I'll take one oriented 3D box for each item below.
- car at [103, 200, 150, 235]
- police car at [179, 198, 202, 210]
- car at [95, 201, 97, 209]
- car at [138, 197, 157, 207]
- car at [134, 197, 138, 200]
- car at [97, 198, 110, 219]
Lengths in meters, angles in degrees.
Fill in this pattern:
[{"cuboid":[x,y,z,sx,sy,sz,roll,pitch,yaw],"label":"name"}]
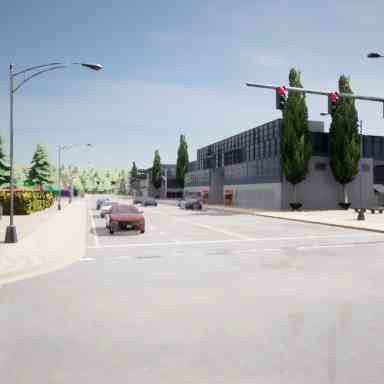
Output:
[{"cuboid":[-3.946,1.478,19.333,1.882,1.535,5.008,0,0,-17],"label":"car"},{"cuboid":[-0.302,1.509,42.989,2.038,1.542,4.974,0,0,-18],"label":"police car"},{"cuboid":[-11.314,1.489,42.715,2.128,1.511,4.902,0,0,-17],"label":"car"},{"cuboid":[-6.637,1.564,51.591,1.994,1.385,4.181,0,0,-17],"label":"car"},{"cuboid":[-9.625,1.564,60.856,1.994,1.385,4.181,0,0,-18],"label":"car"},{"cuboid":[-7.207,1.526,29.703,1.812,1.442,4.674,0,0,-17],"label":"car"}]
